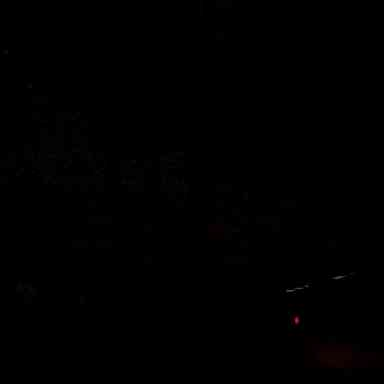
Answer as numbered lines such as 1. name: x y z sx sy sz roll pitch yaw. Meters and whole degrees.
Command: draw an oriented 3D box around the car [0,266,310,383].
1. car: -1.129 1.549 3.188 5.357 1.411 2.033 0 0 -36
